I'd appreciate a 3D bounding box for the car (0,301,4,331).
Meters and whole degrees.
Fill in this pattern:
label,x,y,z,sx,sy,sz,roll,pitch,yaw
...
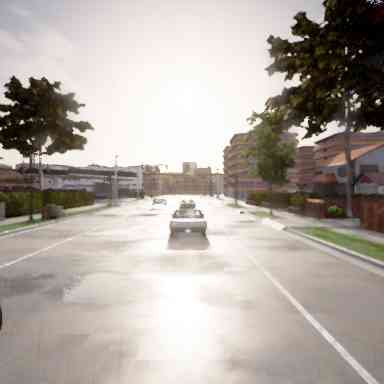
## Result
label,x,y,z,sx,sy,sz,roll,pitch,yaw
car,-3.685,1.557,3.089,1.994,1.385,4.181,0,0,-1

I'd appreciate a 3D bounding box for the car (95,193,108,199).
label,x,y,z,sx,sy,sz,roll,pitch,yaw
car,-24.695,1.062,86.819,4.611,1.667,2.242,0,0,0

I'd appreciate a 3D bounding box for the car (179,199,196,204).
label,x,y,z,sx,sy,sz,roll,pitch,yaw
car,-0.515,1.466,37.016,2.033,1.411,5.357,0,0,-1

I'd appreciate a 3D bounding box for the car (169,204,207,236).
label,x,y,z,sx,sy,sz,roll,pitch,yaw
car,-0.225,1.566,18.204,1.895,1.301,4.718,0,0,-1
